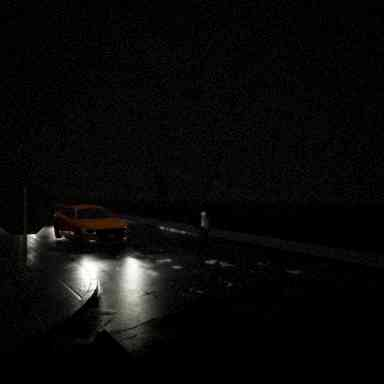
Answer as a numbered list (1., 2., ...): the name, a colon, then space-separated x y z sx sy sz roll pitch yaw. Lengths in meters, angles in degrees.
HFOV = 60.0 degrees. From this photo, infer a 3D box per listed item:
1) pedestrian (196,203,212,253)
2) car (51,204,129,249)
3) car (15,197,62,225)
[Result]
1. pedestrian: 0.475 1.194 11.819 0.375 1.860 0.375 1 -1 -36
2. car: -4.346 1.300 13.942 1.882 1.535 5.008 1 0 -36
3. car: -10.390 1.167 22.256 1.882 1.535 5.008 1 0 -36
